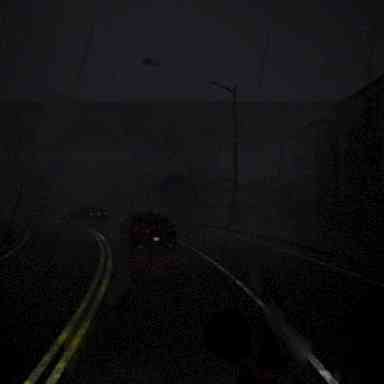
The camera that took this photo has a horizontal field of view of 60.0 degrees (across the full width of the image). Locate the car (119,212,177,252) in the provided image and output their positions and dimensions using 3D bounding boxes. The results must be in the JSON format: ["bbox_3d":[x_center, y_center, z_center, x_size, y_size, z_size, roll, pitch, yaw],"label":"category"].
[{"bbox_3d":[-2.076,1.602,14.786,1.882,1.535,5.008,0,0,-18],"label":"car"}]

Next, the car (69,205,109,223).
[{"bbox_3d":[-8.816,1.793,28.244,2.033,1.411,5.357,1,-1,-36],"label":"car"}]
